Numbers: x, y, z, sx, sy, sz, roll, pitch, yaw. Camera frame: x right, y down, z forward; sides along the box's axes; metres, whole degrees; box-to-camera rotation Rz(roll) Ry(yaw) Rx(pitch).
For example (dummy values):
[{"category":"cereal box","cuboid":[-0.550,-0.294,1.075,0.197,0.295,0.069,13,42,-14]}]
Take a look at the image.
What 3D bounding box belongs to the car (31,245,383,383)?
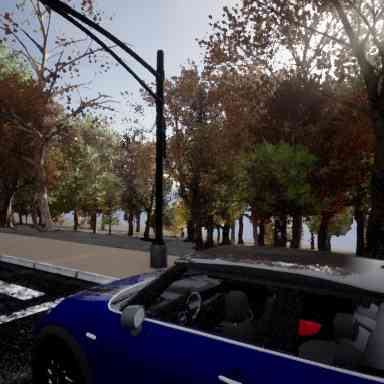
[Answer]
[{"category":"car","cuboid":[0.409,1.352,3.364,4.553,1.767,2.097,0,0,34]}]
